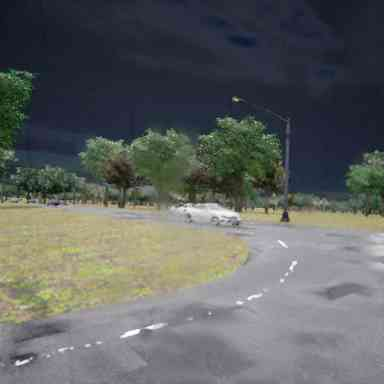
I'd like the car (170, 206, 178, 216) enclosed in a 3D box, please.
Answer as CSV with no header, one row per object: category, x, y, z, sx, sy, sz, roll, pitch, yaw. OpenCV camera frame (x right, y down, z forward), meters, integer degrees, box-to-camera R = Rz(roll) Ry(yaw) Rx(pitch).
car,-0.715,2.025,37.213,1.812,1.442,4.674,4,-3,-35

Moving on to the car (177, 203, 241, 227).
car,1.248,1.482,22.204,1.812,1.442,4.674,4,-3,-35

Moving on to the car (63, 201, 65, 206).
car,-33.589,2.714,84.265,1.994,1.385,4.181,4,-3,-35

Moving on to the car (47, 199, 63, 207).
car,-26.969,2.080,64.542,2.033,1.411,5.357,4,-3,-29
